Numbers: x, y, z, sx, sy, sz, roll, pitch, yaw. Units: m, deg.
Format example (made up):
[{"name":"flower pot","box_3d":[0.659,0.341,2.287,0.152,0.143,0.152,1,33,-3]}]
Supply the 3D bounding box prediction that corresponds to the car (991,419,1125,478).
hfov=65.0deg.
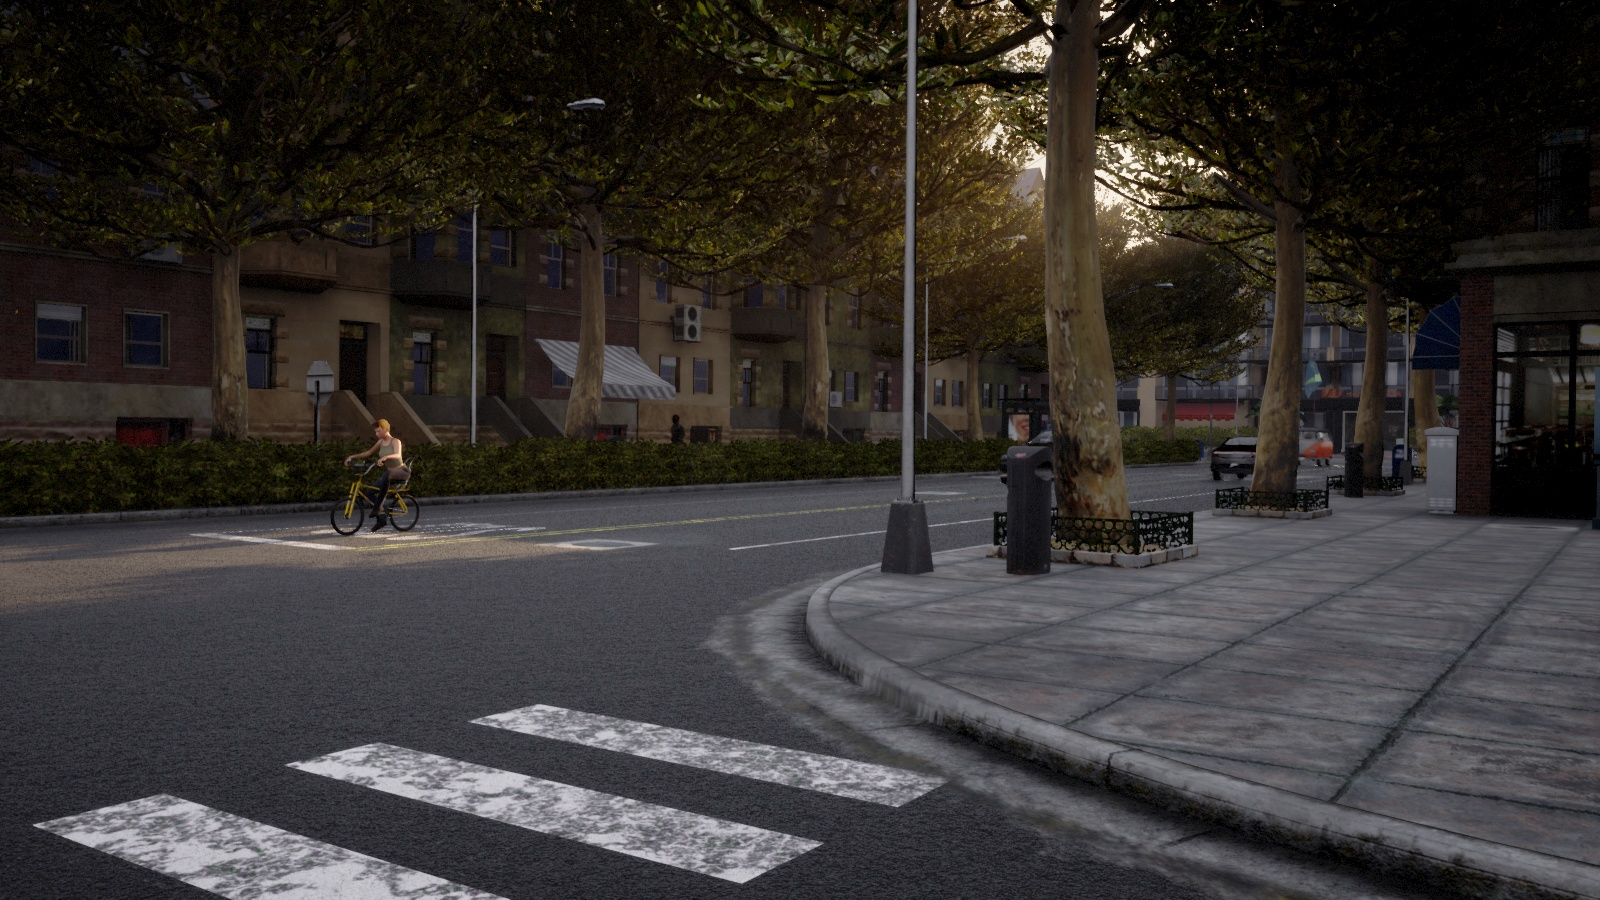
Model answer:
[{"name":"car","box_3d":[7.853,-0.077,37.821,2.152,1.651,5.027,0,1,34]}]

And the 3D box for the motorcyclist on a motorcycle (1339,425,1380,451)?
[{"name":"motorcyclist on a motorcycle","box_3d":[36.685,-0.775,82.342,2.350,1.649,0.766,0,1,34]}]

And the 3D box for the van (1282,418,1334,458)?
[{"name":"van","box_3d":[26.116,-0.633,64.513,1.775,1.987,4.442,0,1,31]}]

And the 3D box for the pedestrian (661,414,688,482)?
[{"name":"pedestrian","box_3d":[-3.583,-0.070,35.947,0.395,1.930,0.692,0,1,34]}]

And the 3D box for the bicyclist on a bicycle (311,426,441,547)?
[{"name":"bicyclist on a bicycle","box_3d":[-5.954,0.480,17.696,0.866,1.612,1.509,0,1,34]}]

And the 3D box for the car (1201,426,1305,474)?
[{"name":"car","box_3d":[15.484,-0.036,42.759,2.128,1.511,4.902,0,1,34]}]
